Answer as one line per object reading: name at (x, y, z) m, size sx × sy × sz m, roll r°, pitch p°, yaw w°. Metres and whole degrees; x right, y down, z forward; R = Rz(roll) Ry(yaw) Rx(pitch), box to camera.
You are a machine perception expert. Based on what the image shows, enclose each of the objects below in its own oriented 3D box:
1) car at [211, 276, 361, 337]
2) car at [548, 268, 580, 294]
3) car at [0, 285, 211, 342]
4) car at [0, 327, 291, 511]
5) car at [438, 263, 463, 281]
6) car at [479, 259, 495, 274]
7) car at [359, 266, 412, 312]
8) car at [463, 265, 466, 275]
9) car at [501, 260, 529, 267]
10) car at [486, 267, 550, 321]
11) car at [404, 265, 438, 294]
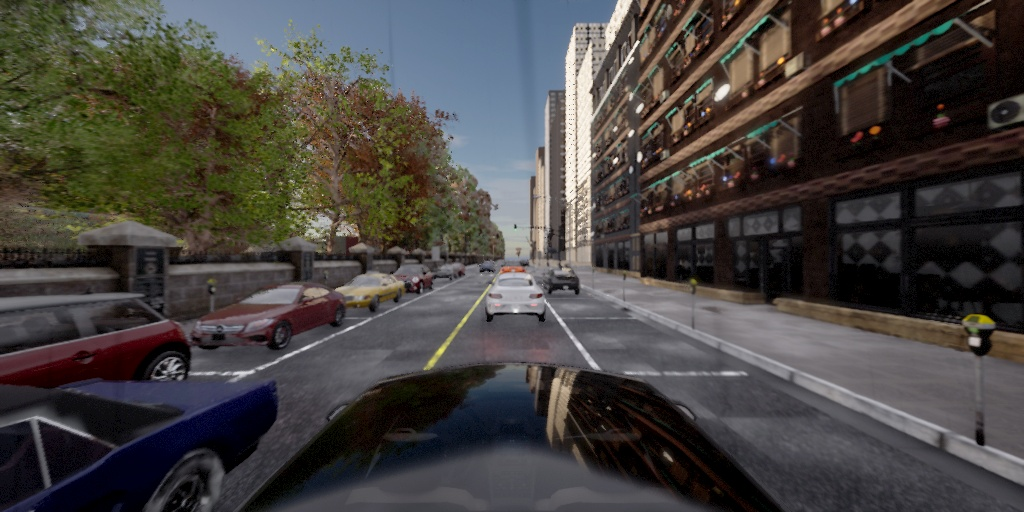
car at (-5.689, 1.346, 9.045) m, size 1.802 × 1.307 × 4.207 m, roll 0°, pitch 0°, yaw 0°
car at (2.694, 1.338, 20.122) m, size 2.007 × 1.370 × 4.403 m, roll 0°, pitch 0°, yaw 0°
car at (-5.690, 1.193, 3.506) m, size 1.967 × 1.591 × 4.097 m, roll 0°, pitch 0°, yaw 0°
car at (-3.102, 1.350, 1.089) m, size 1.895 × 1.301 × 4.718 m, roll 0°, pitch 0°, yaw 0°
car at (-5.761, 1.362, 31.198) m, size 2.007 × 1.370 × 4.403 m, roll 0°, pitch 0°, yaw 0°
car at (-2.989, 1.442, 44.263) m, size 2.033 × 1.411 × 5.357 m, roll 0°, pitch 0°, yaw 0°
car at (-5.688, 1.301, 14.413) m, size 1.751 × 1.417 × 4.829 m, roll 0°, pitch 0°, yaw 0°
car at (-5.811, 1.369, 36.738) m, size 1.888 × 1.381 × 4.507 m, roll 0°, pitch 0°, yaw 0°
car at (0.107, 1.162, 30.295) m, size 2.097 × 1.767 × 4.553 m, roll 0°, pitch 0°, yaw 0°
car at (0.108, 1.296, 12.480) m, size 1.812 × 1.442 × 4.674 m, roll 0°, pitch 0°, yaw 0°
car at (-5.687, 1.227, 20.122) m, size 1.967 × 1.591 × 4.097 m, roll 0°, pitch 0°, yaw 0°
